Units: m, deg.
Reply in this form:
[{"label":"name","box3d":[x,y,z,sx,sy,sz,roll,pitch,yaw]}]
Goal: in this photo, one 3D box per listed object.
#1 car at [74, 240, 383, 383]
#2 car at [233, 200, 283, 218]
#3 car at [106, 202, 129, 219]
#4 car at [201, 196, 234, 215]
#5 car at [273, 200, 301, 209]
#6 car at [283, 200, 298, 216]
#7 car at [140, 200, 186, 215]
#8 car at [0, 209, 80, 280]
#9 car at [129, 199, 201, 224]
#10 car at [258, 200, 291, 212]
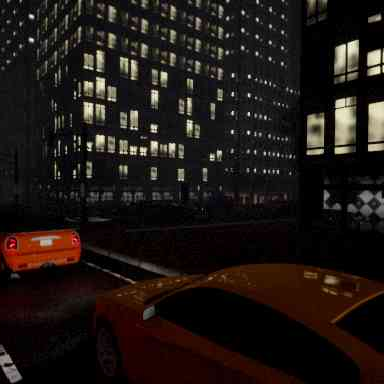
[{"label":"car","box3d":[0.724,1.477,3.282,1.882,1.535,5.008,0,0,-40]},{"label":"car","box3d":[6.801,1.834,33.910,4.829,1.417,1.752,1,0,-39]},{"label":"car","box3d":[-5.708,1.644,31.258,4.674,1.442,1.812,1,1,-37]},{"label":"car","box3d":[2.495,1.431,37.859,5.566,2.045,2.150,1,0,-39]},{"label":"car","box3d":[14.569,1.883,50.941,4.313,1.339,1.947,1,0,-39]},{"label":"car","box3d":[11.058,1.938,37.344,4.206,1.307,1.802,1,0,-39]},{"label":"car","box3d":[-3.117,1.649,36.676,4.829,1.417,1.752,1,0,-39]},{"label":"car","box3d":[-5.181,1.347,10.353,2.097,1.767,4.553,0,0,-40]},{"label":"car","box3d":[-2.109,1.525,26.721,5.009,1.841,2.192,1,0,-39]},{"label":"car","box3d":[11.142,1.830,44.821,4.674,1.442,1.812,0,1,-39]}]
